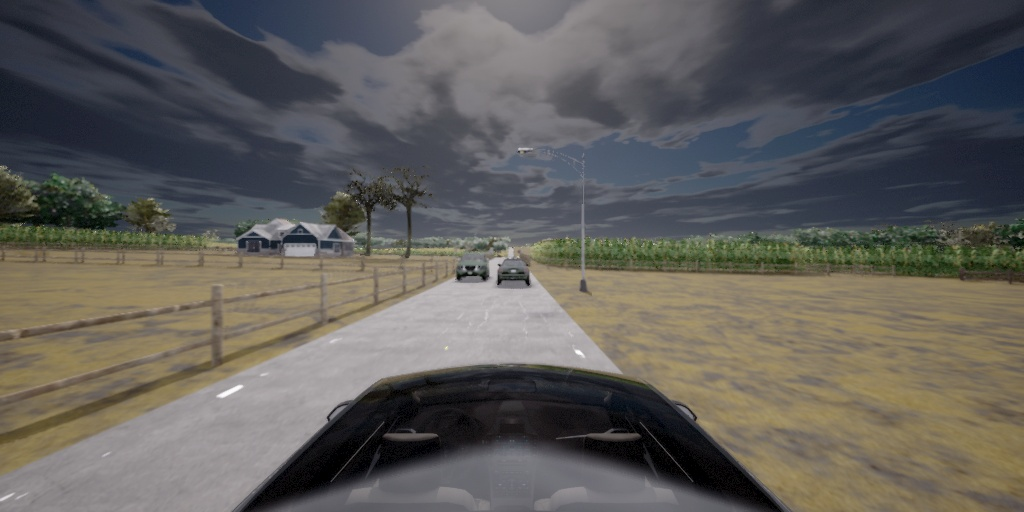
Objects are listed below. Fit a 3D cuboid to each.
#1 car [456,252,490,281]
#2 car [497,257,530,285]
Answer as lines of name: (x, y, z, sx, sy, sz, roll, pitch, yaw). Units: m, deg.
car: (-2.859, 0.751, 27.248, 2.150, 2.045, 5.566, 0, 1, 0)
car: (0.091, 0.926, 24.371, 2.097, 1.767, 4.553, 0, 1, 0)
